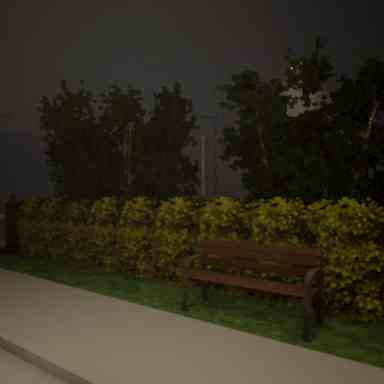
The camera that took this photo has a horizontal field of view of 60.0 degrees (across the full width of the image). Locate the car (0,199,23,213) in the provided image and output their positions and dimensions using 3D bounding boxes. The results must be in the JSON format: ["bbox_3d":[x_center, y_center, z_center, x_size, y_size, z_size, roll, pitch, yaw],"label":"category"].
[{"bbox_3d":[-19.548,1.538,38.324,2.097,1.767,4.553,-1,0,35],"label":"car"}]
